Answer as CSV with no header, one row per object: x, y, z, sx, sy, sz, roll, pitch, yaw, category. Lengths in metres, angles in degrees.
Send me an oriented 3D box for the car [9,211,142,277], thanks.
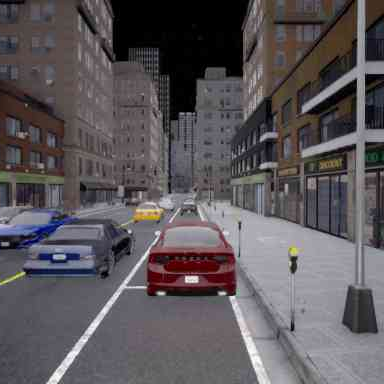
-3.045,1.544,10.149,2.033,1.411,5.357,0,0,0,car

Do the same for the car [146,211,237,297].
-0.006,1.475,8.652,1.882,1.535,5.008,0,0,0,car

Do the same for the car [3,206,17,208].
-8.823,1.435,16.181,1.967,1.590,4.097,-1,0,0,car

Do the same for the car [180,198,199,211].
-0.280,1.537,32.939,2.008,1.369,4.403,-1,0,0,car

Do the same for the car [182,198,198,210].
-0.277,1.543,44.111,1.947,1.339,4.313,-1,0,0,car

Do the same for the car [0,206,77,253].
-6.247,1.474,13.619,1.882,1.535,5.008,0,0,0,car

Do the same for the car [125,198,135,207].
-8.821,1.516,49.695,1.887,1.381,4.507,-1,0,0,car

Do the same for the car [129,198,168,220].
-3.146,1.447,25.042,1.801,1.575,5.366,0,0,0,car

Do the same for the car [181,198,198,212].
-0.279,1.507,38.694,1.752,1.417,4.829,-1,0,0,car

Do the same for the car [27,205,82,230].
-8.822,1.575,21.767,1.802,1.307,4.206,-1,0,0,car

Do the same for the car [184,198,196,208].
-0.276,1.554,49.696,1.802,1.307,4.206,-1,0,0,car

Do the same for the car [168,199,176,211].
-3.050,1.507,39.298,1.812,1.442,4.674,0,0,0,car
